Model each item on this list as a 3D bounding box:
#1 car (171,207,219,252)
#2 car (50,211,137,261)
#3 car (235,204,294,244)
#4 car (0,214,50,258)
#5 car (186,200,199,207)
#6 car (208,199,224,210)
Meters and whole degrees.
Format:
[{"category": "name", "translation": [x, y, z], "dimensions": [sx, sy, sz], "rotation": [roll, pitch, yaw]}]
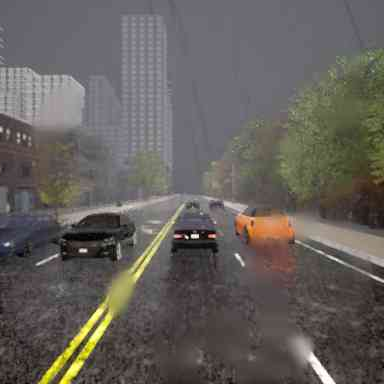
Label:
[{"category": "car", "translation": [0.100, 1.595, 14.095], "dimensions": [2.033, 1.411, 5.357], "rotation": [0, 0, 0]}, {"category": "car", "translation": [-3.338, 1.520, 12.668], "dimensions": [1.882, 1.535, 5.008], "rotation": [0, 0, 0]}, {"category": "car", "translation": [3.351, 1.407, 16.165], "dimensions": [2.097, 1.767, 4.553], "rotation": [0, 0, 0]}, {"category": "car", "translation": [-6.599, 1.592, 13.227], "dimensions": [2.033, 1.411, 5.357], "rotation": [0, 0, 0]}, {"category": "car", "translation": [0.100, 1.754, 48.368], "dimensions": [1.895, 1.301, 4.718], "rotation": [0, 0, 0]}, {"category": "car", "translation": [3.350, 1.638, 45.815], "dimensions": [2.128, 1.511, 4.902], "rotation": [0, 0, 0]}]
